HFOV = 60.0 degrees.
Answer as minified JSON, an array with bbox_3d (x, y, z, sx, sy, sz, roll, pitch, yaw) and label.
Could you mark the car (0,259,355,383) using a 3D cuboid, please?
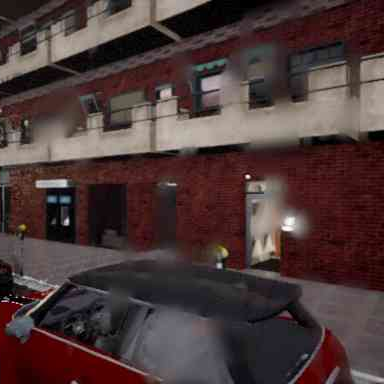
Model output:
[{"bbox_3d":[-0.665,1.434,3.352,4.097,1.590,1.967,0,0,36],"label":"car"}]
